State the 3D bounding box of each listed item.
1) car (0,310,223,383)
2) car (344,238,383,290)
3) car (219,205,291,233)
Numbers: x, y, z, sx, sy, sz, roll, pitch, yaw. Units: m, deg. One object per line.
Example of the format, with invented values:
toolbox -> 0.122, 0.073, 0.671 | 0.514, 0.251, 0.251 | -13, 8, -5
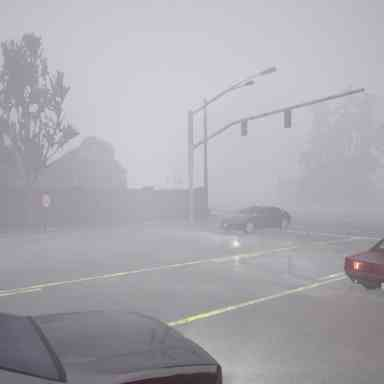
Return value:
car -> -2.258, 1.547, 2.127 | 5.357, 1.411, 2.033 | 0, 0, -36
car -> 5.708, 1.597, 7.801 | 4.718, 1.301, 1.895 | 0, 0, -35
car -> 3.763, 1.542, 19.447 | 4.892, 1.490, 1.837 | 0, 0, -35
